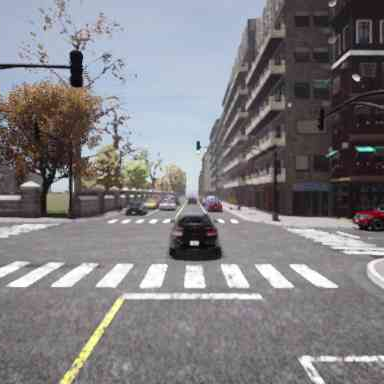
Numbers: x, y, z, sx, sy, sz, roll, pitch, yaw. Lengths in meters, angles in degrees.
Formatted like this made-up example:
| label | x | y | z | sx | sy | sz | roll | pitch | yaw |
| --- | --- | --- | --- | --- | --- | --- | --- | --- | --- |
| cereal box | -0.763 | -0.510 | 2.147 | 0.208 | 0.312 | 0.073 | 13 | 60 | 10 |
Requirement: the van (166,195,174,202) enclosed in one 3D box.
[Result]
| label | x | y | z | sx | sy | sz | roll | pitch | yaw |
| --- | --- | --- | --- | --- | --- | --- | --- | --- | --- |
| van | -5.646 | 1.639 | 85.170 | 1.690 | 1.788 | 3.998 | 0 | 0 | 0 |

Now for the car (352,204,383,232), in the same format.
| label | x | y | z | sx | sy | sz | roll | pitch | yaw |
| --- | --- | --- | --- | --- | --- | --- | --- | --- | --- |
| car | 13.477 | 1.658 | 22.166 | 5.009 | 1.841 | 2.192 | 1 | -1 | 0 |

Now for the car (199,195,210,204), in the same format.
| label | x | y | z | sx | sy | sz | roll | pitch | yaw |
| --- | --- | --- | --- | --- | --- | --- | --- | --- | --- |
| car | 2.730 | 1.563 | 73.906 | 2.192 | 1.841 | 5.009 | 0 | 0 | 0 |

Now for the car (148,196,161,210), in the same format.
| label | x | y | z | sx | sy | sz | roll | pitch | yaw |
| --- | --- | --- | --- | --- | --- | --- | --- | --- | --- |
| car | -5.665 | 1.661 | 45.589 | 1.752 | 1.417 | 4.829 | 0 | 0 | 0 |

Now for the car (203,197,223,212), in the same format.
| label | x | y | z | sx | sy | sz | roll | pitch | yaw |
| --- | --- | --- | --- | --- | --- | --- | --- | --- | --- |
| car | 2.712 | 1.662 | 40.124 | 1.887 | 1.381 | 4.507 | 0 | 0 | 0 |

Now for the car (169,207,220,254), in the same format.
| label | x | y | z | sx | sy | sz | roll | pitch | yaw |
| --- | --- | --- | --- | --- | --- | --- | --- | --- | --- |
| car | 0.091 | 1.561 | 13.525 | 1.812 | 1.442 | 4.674 | 0 | 0 | 0 |

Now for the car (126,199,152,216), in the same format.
| label | x | y | z | sx | sy | sz | roll | pitch | yaw |
| --- | --- | --- | --- | --- | --- | --- | --- | --- | --- |
| car | -5.671 | 1.664 | 34.498 | 1.947 | 1.339 | 4.313 | 0 | 0 | 0 |

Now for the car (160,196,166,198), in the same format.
| label | x | y | z | sx | sy | sz | roll | pitch | yaw |
| --- | --- | --- | --- | --- | --- | --- | --- | --- | --- |
| car | -5.662 | 1.472 | 51.390 | 2.192 | 1.841 | 5.009 | 0 | 0 | 0 |

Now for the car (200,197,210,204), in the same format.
| label | x | y | z | sx | sy | sz | roll | pitch | yaw |
| --- | --- | --- | --- | --- | --- | --- | --- | --- | --- |
| car | 2.726 | 1.769 | 68.275 | 1.887 | 1.381 | 4.507 | 0 | 0 | 0 |

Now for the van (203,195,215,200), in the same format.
| label | x | y | z | sx | sy | sz | roll | pitch | yaw |
| --- | --- | --- | --- | --- | --- | --- | --- | --- | --- |
| van | 2.716 | 1.477 | 45.755 | 1.690 | 1.788 | 3.998 | 0 | 0 | 0 |

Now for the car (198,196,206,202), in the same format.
| label | x | y | z | sx | sy | sz | roll | pitch | yaw |
| --- | --- | --- | --- | --- | --- | --- | --- | --- | --- |
| car | 2.737 | 1.765 | 90.795 | 1.967 | 1.590 | 4.097 | 0 | 0 | 0 |

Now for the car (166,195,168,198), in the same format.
| label | x | y | z | sx | sy | sz | roll | pitch | yaw |
| --- | --- | --- | --- | --- | --- | --- | --- | --- | --- |
| car | -5.654 | 1.664 | 68.280 | 1.967 | 1.590 | 4.097 | 0 | 0 | 0 |

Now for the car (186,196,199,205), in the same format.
| label | x | y | z | sx | sy | sz | roll | pitch | yaw |
| --- | --- | --- | --- | --- | --- | --- | --- | --- | --- |
| car | 0.032 | 1.709 | 63.593 | 1.837 | 1.490 | 4.892 | 0 | 0 | 0 |

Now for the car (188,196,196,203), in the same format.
| label | x | y | z | sx | sy | sz | roll | pitch | yaw |
| --- | --- | --- | --- | --- | --- | --- | --- | --- | --- |
| car | 0.038 | 1.648 | 73.630 | 1.812 | 1.442 | 4.674 | 0 | 0 | 0 |

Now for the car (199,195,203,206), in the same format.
| label | x | y | z | sx | sy | sz | roll | pitch | yaw |
| --- | --- | --- | --- | --- | --- | --- | --- | --- | --- |
| car | 2.721 | 1.619 | 57.015 | 1.967 | 1.590 | 4.097 | 0 | 0 | 0 |

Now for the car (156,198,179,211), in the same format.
| label | x | y | z | sx | sy | sz | roll | pitch | yaw |
| --- | --- | --- | --- | --- | --- | --- | --- | --- | --- |
| car | -3.073 | 1.724 | 42.191 | 1.895 | 1.301 | 4.718 | 0 | 0 | 0 |

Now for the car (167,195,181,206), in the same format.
| label | x | y | z | sx | sy | sz | roll | pitch | yaw |
| --- | --- | --- | --- | --- | --- | --- | --- | --- | --- |
| car | -3.018 | 1.690 | 58.864 | 1.837 | 1.490 | 4.892 | 0 | 0 | 0 |

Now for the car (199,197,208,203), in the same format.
| label | x | y | z | sx | sy | sz | roll | pitch | yaw |
| --- | --- | --- | --- | --- | --- | --- | --- | --- | --- |
| car | 2.731 | 1.823 | 79.535 | 2.008 | 1.369 | 4.403 | 0 | 0 | 0 |

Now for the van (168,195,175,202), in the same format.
| label | x | y | z | sx | sy | sz | roll | pitch | yaw |
| --- | --- | --- | --- | --- | --- | --- | --- | --- | --- |
| van | -5.643 | 1.665 | 90.799 | 1.690 | 1.788 | 3.998 | 0 | 0 | 0 |

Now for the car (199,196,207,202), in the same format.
| label | x | y | z | sx | sy | sz | roll | pitch | yaw |
| --- | --- | --- | --- | --- | --- | --- | --- | --- | --- |
| car | 2.734 | 1.843 | 85.165 | 1.887 | 1.381 | 4.507 | 0 | 0 | 0 |

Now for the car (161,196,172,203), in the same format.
| label | x | y | z | sx | sy | sz | roll | pitch | yaw |
| --- | --- | --- | --- | --- | --- | --- | --- | --- | --- |
| car | -5.651 | 1.687 | 73.909 | 1.967 | 1.590 | 4.097 | 0 | 0 | 0 |
